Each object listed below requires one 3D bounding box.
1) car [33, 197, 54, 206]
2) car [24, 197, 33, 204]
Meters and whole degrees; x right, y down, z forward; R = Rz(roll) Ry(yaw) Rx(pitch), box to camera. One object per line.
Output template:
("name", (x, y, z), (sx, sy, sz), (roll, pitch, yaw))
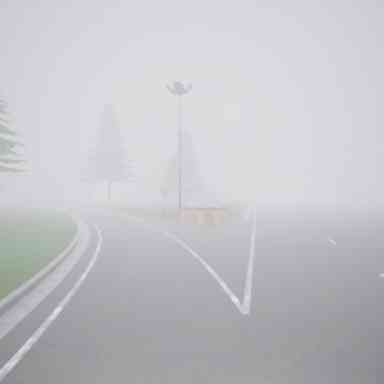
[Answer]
("car", (-26.455, 1.755, 59.658), (1.895, 1.301, 4.718), (0, 0, -38))
("car", (-32.663, 1.708, 67.469), (1.895, 1.301, 4.718), (0, 0, -38))
